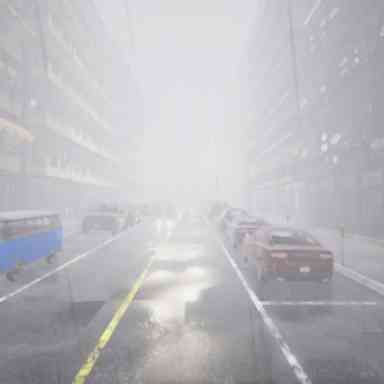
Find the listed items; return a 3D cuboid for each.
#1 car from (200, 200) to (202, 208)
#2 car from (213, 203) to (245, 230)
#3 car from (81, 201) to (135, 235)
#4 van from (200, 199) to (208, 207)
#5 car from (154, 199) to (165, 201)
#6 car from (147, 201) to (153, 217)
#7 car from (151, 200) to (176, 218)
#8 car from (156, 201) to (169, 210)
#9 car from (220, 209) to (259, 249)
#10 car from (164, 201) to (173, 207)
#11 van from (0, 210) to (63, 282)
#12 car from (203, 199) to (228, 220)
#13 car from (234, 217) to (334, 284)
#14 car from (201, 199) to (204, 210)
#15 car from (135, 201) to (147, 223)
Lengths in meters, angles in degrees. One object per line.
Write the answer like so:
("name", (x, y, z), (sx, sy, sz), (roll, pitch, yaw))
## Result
("car", (2.539, 2.301, 54.071), (1.802, 1.307, 4.206), (1, -1, 0))
("car", (2.590, 1.702, 20.888), (1.967, 1.590, 4.097), (1, -1, 0))
("car", (-5.295, 1.578, 20.949), (2.192, 1.841, 5.009), (1, -1, 0))
("van", (2.541, 2.315, 70.667), (1.690, 1.788, 3.998), (1, -1, 0))
("car", (-5.301, 2.035, 54.128), (2.192, 1.841, 5.009), (1, -1, 0))
("car", (-5.304, 2.049, 37.537), (1.947, 1.339, 4.313), (1, -1, 0))
("car", (-2.755, 1.947, 35.470), (2.128, 1.511, 4.902), (0, -1, 0))
("car", (-5.308, 2.348, 59.656), (1.887, 1.381, 4.507), (1, -1, 0))
("car", (2.581, 1.735, 15.355), (1.887, 1.381, 4.507), (1, -1, 0))
("car", (-5.312, 2.646, 76.247), (1.802, 1.307, 4.206), (1, -1, 0))
("van", (-5.293, 1.463, 9.889), (1.690, 1.788, 3.998), (1, -1, 0))
("car", (2.549, 1.722, 31.950), (2.192, 1.841, 5.009), (1, -1, 0))
("car", (2.582, 1.666, 9.826), (1.887, 1.381, 4.507), (1, -1, 0))
("car", (2.544, 1.999, 43.011), (1.967, 1.590, 4.097), (1, -1, 0))
("car", (-5.295, 1.649, 26.478), (2.192, 1.841, 5.009), (1, -1, 0))
